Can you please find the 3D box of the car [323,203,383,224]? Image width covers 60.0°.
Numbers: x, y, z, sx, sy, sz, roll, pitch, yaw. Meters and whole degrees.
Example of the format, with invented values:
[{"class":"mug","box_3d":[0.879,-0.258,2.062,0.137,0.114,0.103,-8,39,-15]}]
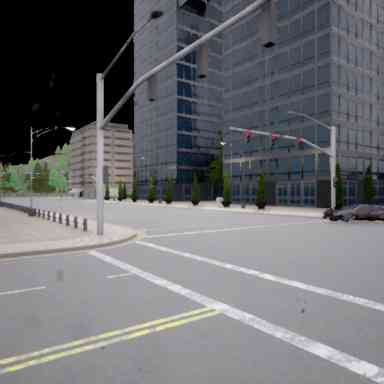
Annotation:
[{"class":"car","box_3d":[12.377,1.506,24.133,5.357,1.411,2.033,0,0,-7]}]
